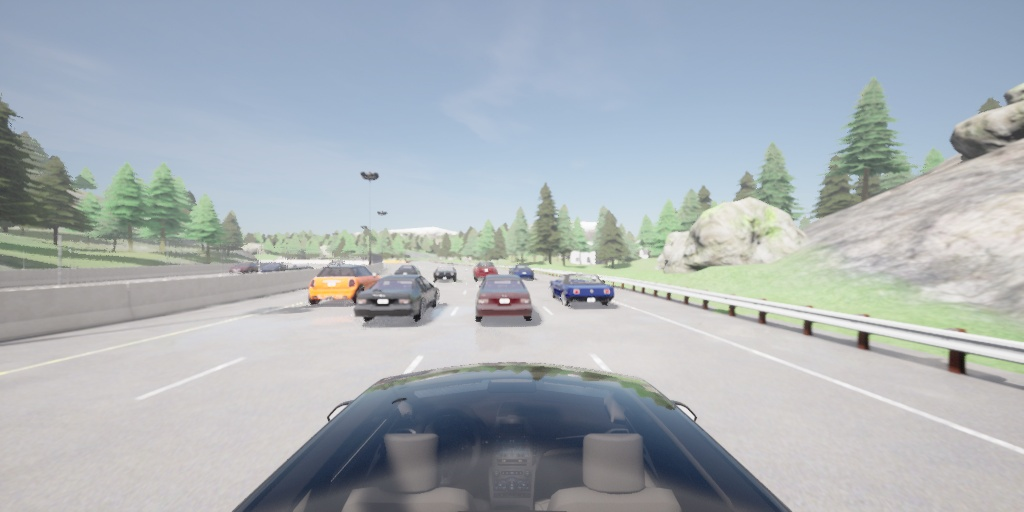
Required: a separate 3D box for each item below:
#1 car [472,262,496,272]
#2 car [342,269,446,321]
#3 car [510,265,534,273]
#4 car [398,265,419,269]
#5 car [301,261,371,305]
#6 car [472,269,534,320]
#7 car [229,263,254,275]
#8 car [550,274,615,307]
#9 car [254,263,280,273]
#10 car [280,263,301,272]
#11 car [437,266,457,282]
[{"bbox_3d":[-2.558,1.298,33.322,2.097,1.767,4.553,0,0,-8],"label":"car"},{"bbox_3d":[-3.851,1.369,12.825,2.033,1.411,5.357,0,0,-3],"label":"car"},{"bbox_3d":[0.810,1.513,34.451,1.994,1.385,4.181,0,0,-9],"label":"car"},{"bbox_3d":[-9.632,1.515,33.270,1.994,1.385,4.181,0,0,-9],"label":"car"},{"bbox_3d":[-7.658,1.203,17.040,2.097,1.767,4.553,0,0,-4],"label":"car"},{"bbox_3d":[-0.347,1.366,12.899,2.033,1.411,5.357,0,0,-3],"label":"car"},{"bbox_3d":[-33.782,1.573,45.498,1.812,1.442,4.674,0,0,-13],"label":"car"},{"bbox_3d":[2.939,1.437,16.209,1.895,1.301,4.718,0,0,-4],"label":"car"},{"bbox_3d":[-29.779,1.589,45.121,2.033,1.411,5.357,0,0,-13],"label":"car"},{"bbox_3d":[-25.705,1.627,43.246,1.895,1.301,4.718,0,0,-13],"label":"car"},{"bbox_3d":[-5.831,1.539,31.609,1.895,1.301,4.718,0,0,-8],"label":"car"}]
